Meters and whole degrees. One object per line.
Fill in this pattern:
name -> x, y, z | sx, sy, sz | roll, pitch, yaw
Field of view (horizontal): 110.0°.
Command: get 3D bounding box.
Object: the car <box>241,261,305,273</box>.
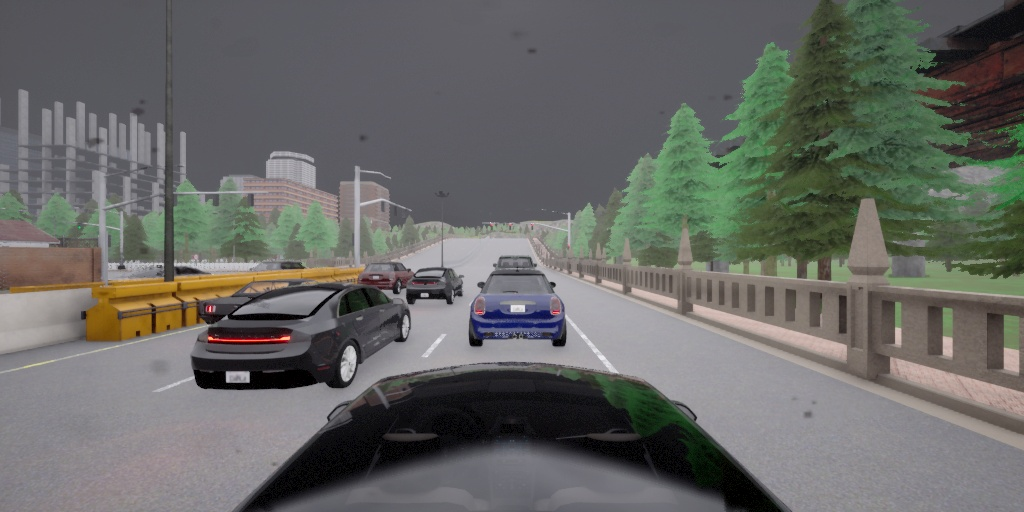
car -> -13.965, 1.101, 21.003 | 2.097, 1.767, 4.553 | 0, 0, 1

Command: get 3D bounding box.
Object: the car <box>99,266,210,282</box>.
car -> -17.502, 1.257, 17.813 | 1.837, 1.490, 4.892 | 0, -1, 1

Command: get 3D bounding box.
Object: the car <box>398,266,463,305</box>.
car -> -3.348, 1.255, 16.187 | 1.837, 1.490, 4.892 | 0, 0, 0

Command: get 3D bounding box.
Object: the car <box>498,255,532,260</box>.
car -> 0.162, 0.972, 18.996 | 2.150, 2.045, 5.566 | 0, 0, 0

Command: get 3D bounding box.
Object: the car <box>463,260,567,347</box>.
car -> 0.125, 1.102, 9.506 | 2.097, 1.767, 4.553 | 0, 0, 0

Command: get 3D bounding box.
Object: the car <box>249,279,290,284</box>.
car -> -6.865, 1.351, 11.182 | 1.895, 1.301, 4.718 | 0, 0, 0

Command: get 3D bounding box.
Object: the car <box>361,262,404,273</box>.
car -> -6.881, 1.102, 20.175 | 2.097, 1.767, 4.553 | 0, 0, -1

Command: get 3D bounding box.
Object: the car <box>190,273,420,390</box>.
car -> -3.383, 1.255, 6.866 | 1.837, 1.490, 4.892 | 0, 0, 0
